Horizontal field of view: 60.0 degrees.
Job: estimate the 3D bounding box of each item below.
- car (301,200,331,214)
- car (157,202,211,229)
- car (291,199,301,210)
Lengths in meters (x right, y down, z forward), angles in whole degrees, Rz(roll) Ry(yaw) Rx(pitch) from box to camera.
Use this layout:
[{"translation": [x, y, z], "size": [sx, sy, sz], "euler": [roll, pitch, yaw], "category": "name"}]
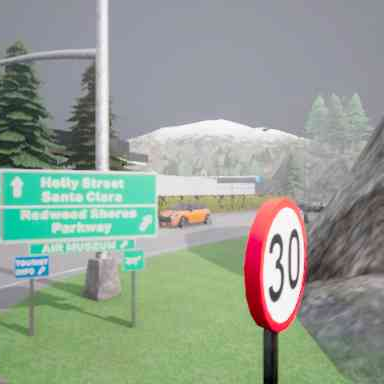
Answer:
[{"translation": [14.487, 1.799, 38.232], "size": [1.895, 1.301, 4.718], "euler": [0, 0, 36], "category": "car"}, {"translation": [-0.555, 1.553, 23.835], "size": [2.097, 1.767, 4.553], "euler": [0, 0, 36], "category": "car"}, {"translation": [13.133, 1.707, 42.570], "size": [1.837, 1.490, 4.892], "euler": [0, 0, 37], "category": "car"}]
